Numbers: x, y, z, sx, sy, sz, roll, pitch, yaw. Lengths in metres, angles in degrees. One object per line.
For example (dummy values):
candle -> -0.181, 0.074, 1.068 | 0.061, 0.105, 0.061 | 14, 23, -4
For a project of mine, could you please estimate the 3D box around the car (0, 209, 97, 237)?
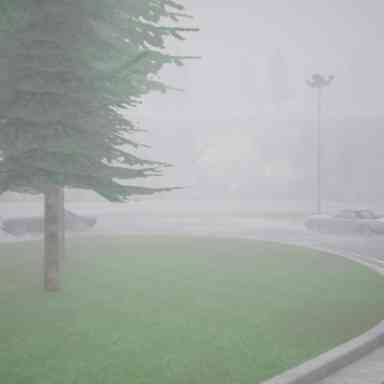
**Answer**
car -> -7.724, 1.605, 17.988 | 4.718, 1.301, 1.895 | 0, 0, -33

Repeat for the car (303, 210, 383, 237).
car -> 8.597, 1.631, 18.411 | 1.895, 1.301, 4.718 | 0, 0, -37
